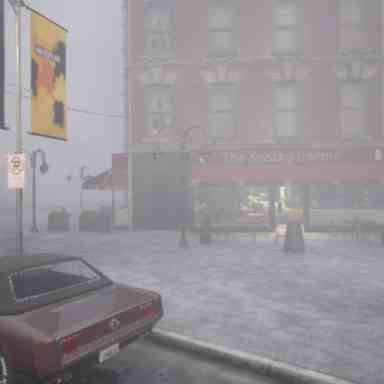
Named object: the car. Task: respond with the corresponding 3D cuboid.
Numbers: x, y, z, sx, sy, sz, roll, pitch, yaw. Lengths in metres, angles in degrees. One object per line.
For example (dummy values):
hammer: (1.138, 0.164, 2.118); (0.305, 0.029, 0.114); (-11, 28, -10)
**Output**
car: (-2.842, 1.641, 5.189); (4.718, 1.301, 1.895); (-1, 0, 33)
